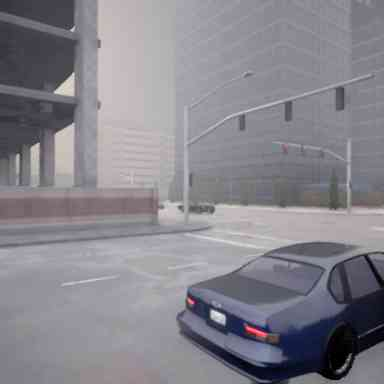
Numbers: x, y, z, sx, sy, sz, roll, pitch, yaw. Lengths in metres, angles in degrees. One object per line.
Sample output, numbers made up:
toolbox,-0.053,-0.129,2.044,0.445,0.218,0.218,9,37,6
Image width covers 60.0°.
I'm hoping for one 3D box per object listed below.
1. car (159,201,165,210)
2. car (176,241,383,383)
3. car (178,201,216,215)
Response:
car,-5.378,1.560,43.700,1.837,1.490,4.892,0,0,-36
car,2.357,1.561,5.469,5.357,1.411,2.033,0,0,-35
car,0.490,1.656,35.622,1.895,1.301,4.718,0,0,-36
